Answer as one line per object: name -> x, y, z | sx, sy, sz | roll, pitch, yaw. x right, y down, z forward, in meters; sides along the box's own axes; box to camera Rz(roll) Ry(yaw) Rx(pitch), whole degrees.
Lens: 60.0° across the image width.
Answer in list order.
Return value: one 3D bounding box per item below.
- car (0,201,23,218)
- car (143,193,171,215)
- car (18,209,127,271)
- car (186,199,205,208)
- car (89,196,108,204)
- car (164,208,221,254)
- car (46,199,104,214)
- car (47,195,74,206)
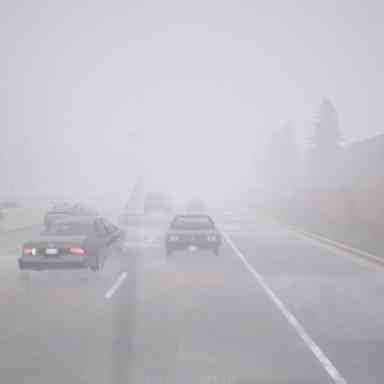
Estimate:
car -> -14.071, 1.399, 24.345 | 1.812, 1.442, 4.674 | 0, 0, 1
car -> -3.243, 1.057, 31.695 | 2.150, 2.045, 5.566 | 0, 1, 1
car -> -3.467, 1.491, 10.684 | 2.033, 1.411, 5.357 | 0, 0, 0
car -> 0.357, 1.380, 35.267 | 1.994, 1.385, 4.181 | 0, 0, 1
car -> -16.692, 1.322, 59.436 | 1.895, 1.301, 4.718 | 0, 0, 1
car -> 0.021, 1.532, 13.062 | 1.895, 1.301, 4.718 | 0, 0, 0
car -> -6.949, 1.390, 19.598 | 2.128, 1.511, 4.902 | 0, 0, 1
car -> -20.377, 1.278, 51.785 | 2.033, 1.411, 5.357 | 0, 0, 2
